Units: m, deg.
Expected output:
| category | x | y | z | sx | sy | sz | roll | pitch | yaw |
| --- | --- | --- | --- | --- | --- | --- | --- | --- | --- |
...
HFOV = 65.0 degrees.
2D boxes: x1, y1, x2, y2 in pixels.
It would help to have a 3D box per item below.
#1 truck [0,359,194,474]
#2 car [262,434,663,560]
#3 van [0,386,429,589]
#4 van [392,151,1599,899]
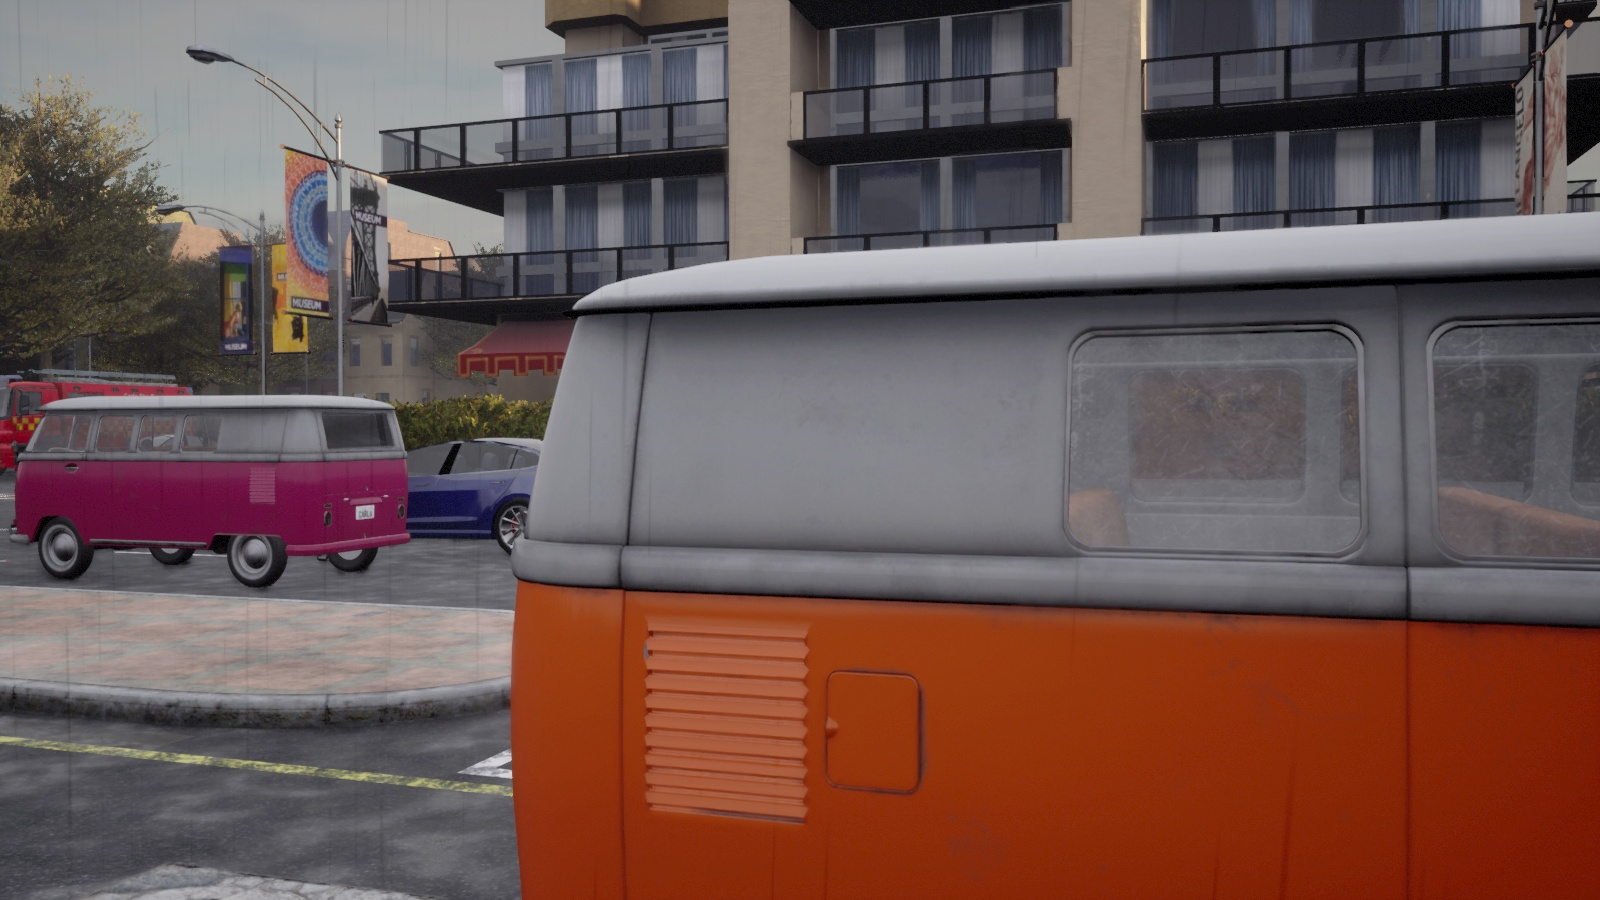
| category | x | y | z | sx | sy | sz | roll | pitch | yaw |
| --- | --- | --- | --- | --- | --- | --- | --- | --- | --- |
| truck | -26.770 | -1.180 | 46.298 | 2.891 | 3.827 | 8.468 | 1 | 1 | 18 |
| car | -4.484 | 0.540 | 16.834 | 4.792 | 1.488 | 2.163 | 0 | 1 | 19 |
| van | -6.511 | 0.334 | 13.820 | 4.442 | 1.987 | 1.775 | 1 | 1 | 19 |
| van | 1.570 | 0.543 | 2.661 | 4.442 | 1.987 | 1.775 | 0 | 1 | 19 |
